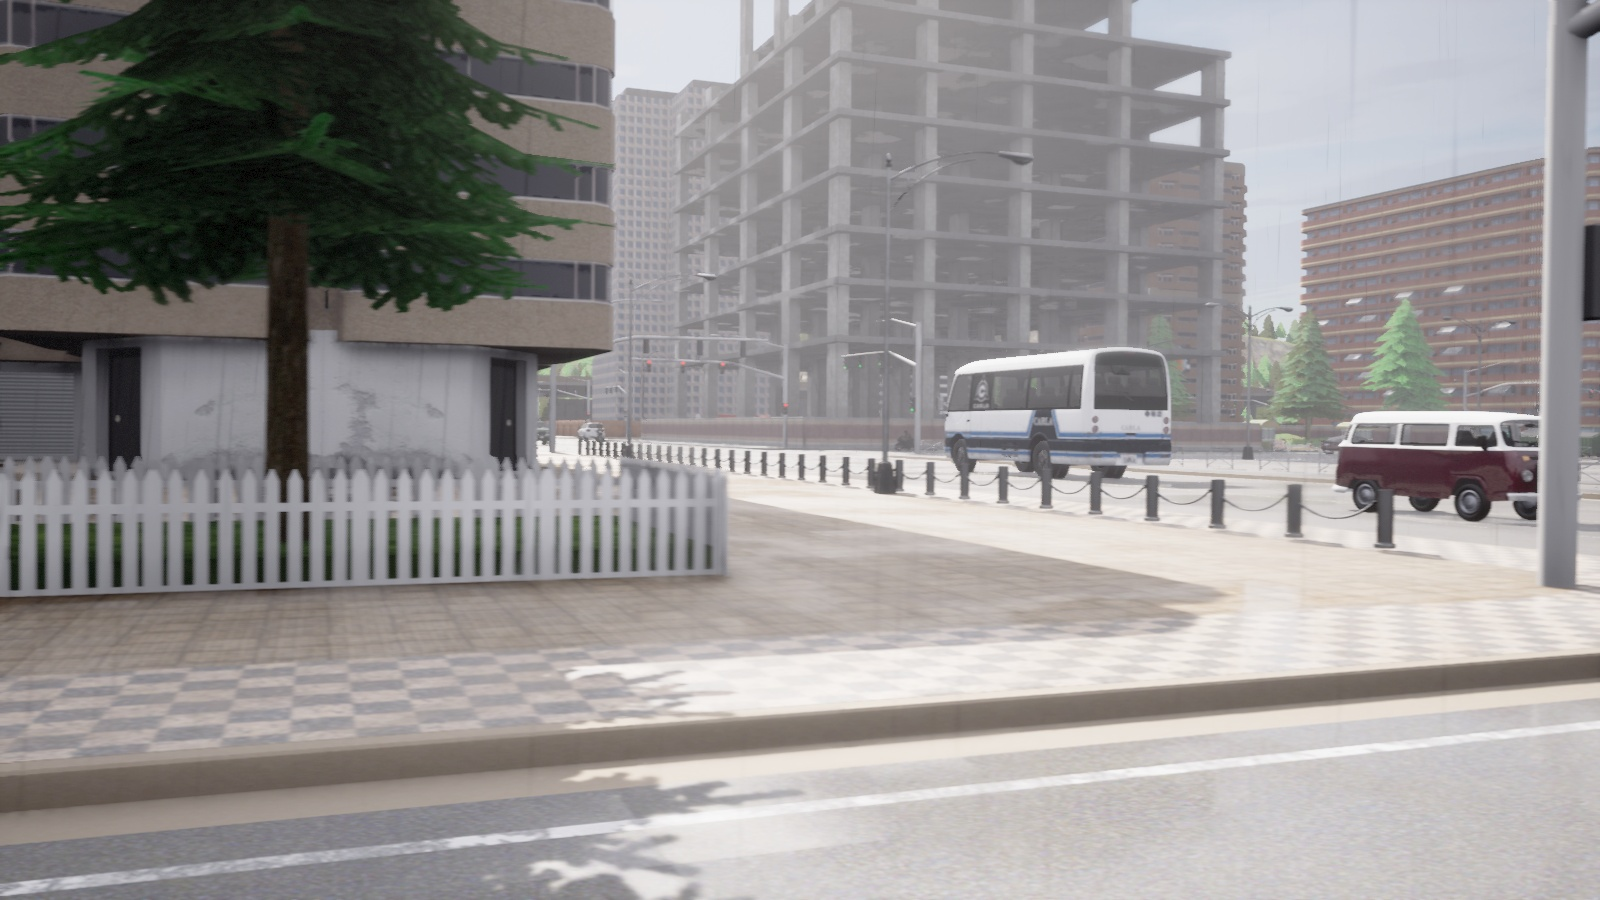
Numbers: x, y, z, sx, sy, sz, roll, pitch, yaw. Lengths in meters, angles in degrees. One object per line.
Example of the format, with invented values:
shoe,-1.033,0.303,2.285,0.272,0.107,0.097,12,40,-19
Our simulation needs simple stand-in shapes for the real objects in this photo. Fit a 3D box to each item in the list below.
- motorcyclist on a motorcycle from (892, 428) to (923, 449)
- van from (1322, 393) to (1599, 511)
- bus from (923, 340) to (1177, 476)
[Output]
motorcyclist on a motorcycle,7.787,-0.838,90.869,2.044,1.523,0.797,-1,1,-21
van,12.562,-0.008,24.223,2.069,2.038,4.480,-1,1,-21
bus,8.485,-1.396,44.619,3.944,4.253,10.273,-1,1,-21
